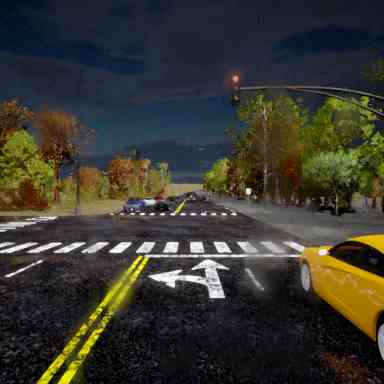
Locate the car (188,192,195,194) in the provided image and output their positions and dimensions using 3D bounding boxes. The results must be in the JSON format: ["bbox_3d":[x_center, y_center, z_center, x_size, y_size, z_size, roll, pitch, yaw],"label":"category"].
[{"bbox_3d":[-0.231,1.110,80.899,2.150,2.045,5.566,0,0,0],"label":"car"}]

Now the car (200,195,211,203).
[{"bbox_3d":[3.068,1.503,71.556,2.128,1.511,4.902,0,0,0],"label":"car"}]

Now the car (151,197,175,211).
[{"bbox_3d":[-3.465,1.602,40.116,1.895,1.301,4.718,0,0,0],"label":"car"}]

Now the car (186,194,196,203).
[{"bbox_3d":[-0.173,1.606,70.796,1.895,1.301,4.718,0,0,0],"label":"car"}]

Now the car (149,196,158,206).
[{"bbox_3d":[-6.753,1.529,51.303,1.812,1.442,4.674,0,0,0],"label":"car"}]

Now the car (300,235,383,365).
[{"bbox_3d":[3.346,1.444,5.477,1.882,1.535,5.008,0,1,0],"label":"car"}]

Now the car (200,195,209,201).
[{"bbox_3d":[3.016,1.457,81.711,2.033,1.411,5.357,0,0,0],"label":"car"}]

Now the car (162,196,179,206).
[{"bbox_3d":[-3.496,1.510,54.427,1.837,1.490,4.892,0,0,0],"label":"car"}]

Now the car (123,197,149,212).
[{"bbox_3d":[-6.712,1.353,39.271,2.097,1.767,4.553,0,0,0],"label":"car"}]
